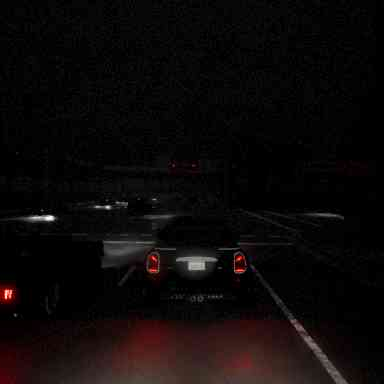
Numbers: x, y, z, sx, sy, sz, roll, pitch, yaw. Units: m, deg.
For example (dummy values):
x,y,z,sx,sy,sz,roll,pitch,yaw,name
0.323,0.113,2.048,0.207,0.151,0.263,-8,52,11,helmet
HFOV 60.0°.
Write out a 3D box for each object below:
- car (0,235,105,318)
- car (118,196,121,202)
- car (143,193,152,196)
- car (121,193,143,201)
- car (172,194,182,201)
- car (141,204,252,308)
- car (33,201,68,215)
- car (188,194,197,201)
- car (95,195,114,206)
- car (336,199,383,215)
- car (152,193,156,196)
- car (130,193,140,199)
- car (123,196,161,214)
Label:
x,y,z,sx,sy,sz,roll,pitch,yaw,name
-3.405,1.601,7.381,1.895,1.301,4.718,0,0,0,car
-13.872,1.232,68.183,1.812,1.442,4.674,0,1,0,car
-10.367,1.261,70.850,1.895,1.301,4.718,0,1,0,car
-10.472,1.376,58.395,2.033,1.411,5.357,0,1,0,car
-3.348,1.087,74.051,1.882,1.535,5.008,0,1,0,car
0.095,1.352,8.108,2.097,1.767,4.553,0,0,0,car
-14.039,1.556,33.183,1.994,1.385,4.181,0,0,0,car
0.174,1.152,70.278,1.882,1.535,5.008,0,1,0,car
-13.989,1.241,53.476,2.097,1.767,4.553,0,1,0,car
16.744,1.505,32.771,4.892,1.490,1.837,0,0,-1,car
-10.341,0.914,85.241,1.812,1.442,4.674,0,1,0,car
-13.848,1.000,81.091,1.812,1.442,4.674,0,1,0,car
-4.660,1.461,34.051,1.882,1.535,5.008,-1,1,-44,car
